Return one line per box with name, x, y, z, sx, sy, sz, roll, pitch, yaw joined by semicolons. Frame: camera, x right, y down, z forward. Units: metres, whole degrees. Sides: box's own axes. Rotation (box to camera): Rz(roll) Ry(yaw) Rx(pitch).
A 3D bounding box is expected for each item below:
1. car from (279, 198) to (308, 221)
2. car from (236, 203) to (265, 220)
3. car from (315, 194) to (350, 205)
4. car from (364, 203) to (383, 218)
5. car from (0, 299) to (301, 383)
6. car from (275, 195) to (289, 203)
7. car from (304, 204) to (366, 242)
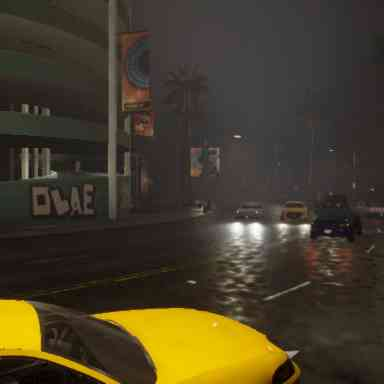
car;8.290;1.495;26.882;1.882;1.535;5.008;0;0;18
car;4.951;1.635;27.933;1.895;1.301;4.718;0;0;18
car;12.890;1.241;30.751;2.150;2.045;5.566;0;0;11
car;16.327;1.602;30.091;1.895;1.301;4.718;0;0;11
car;-1.473;1.453;2.228;5.366;1.575;1.801;0;0;-35
car;18.161;1.436;67.071;2.231;1.521;4.892;0;0;-4
car;7.104;1.524;16.263;1.812;1.442;4.674;0;0;33
